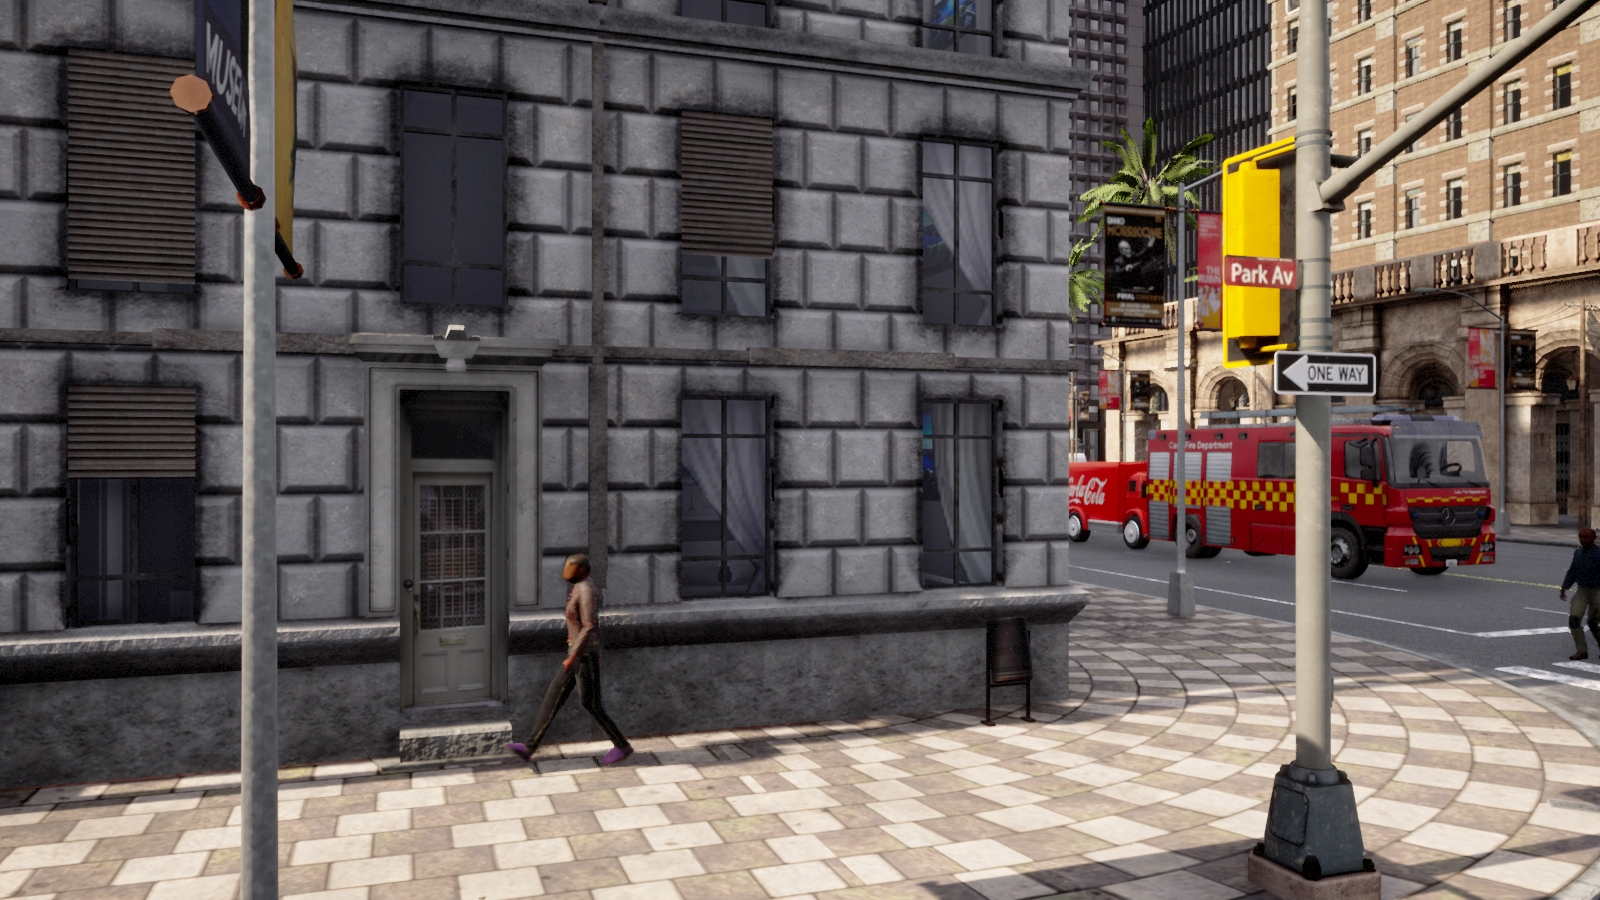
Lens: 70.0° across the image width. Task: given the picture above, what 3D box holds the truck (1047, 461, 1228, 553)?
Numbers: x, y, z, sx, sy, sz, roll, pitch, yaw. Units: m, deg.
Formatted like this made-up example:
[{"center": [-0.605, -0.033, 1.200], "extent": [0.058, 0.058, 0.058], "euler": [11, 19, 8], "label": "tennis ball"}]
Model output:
[{"center": [9.884, 1.569, 34.016], "extent": [2.627, 2.467, 5.204], "euler": [0, 0, -19], "label": "truck"}]

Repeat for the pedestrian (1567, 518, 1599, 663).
[{"center": [10.507, 1.849, 15.179], "extent": [0.375, 1.860, 0.375], "euler": [0, 0, -19], "label": "pedestrian"}]

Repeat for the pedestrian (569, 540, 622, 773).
[{"center": [-1.707, 1.696, 9.523], "extent": [0.375, 1.860, 0.375], "euler": [0, 0, -21], "label": "pedestrian"}]

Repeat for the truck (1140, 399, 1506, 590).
[{"center": [11.966, 0.893, 27.385], "extent": [2.891, 3.827, 8.468], "euler": [0, 0, -19], "label": "truck"}]
